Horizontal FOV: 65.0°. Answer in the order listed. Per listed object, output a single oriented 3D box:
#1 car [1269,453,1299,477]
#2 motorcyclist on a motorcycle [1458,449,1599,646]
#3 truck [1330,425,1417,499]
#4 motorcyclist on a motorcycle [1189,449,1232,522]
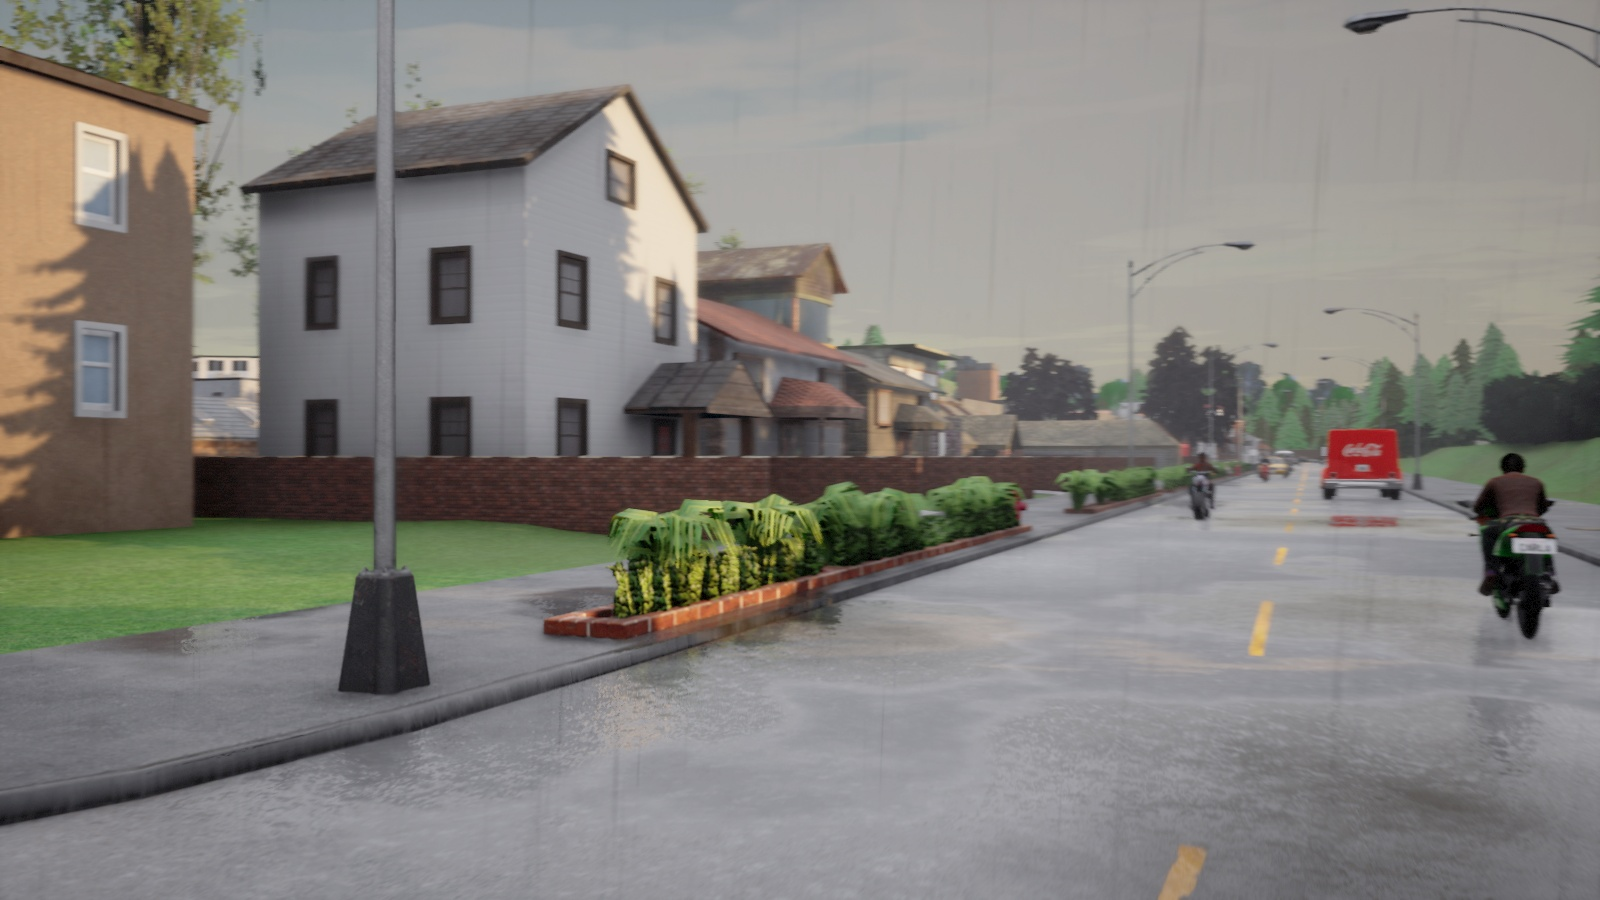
[{"bbox_3d":[33.230,0.994,86.161,1.801,1.575,5.366,0,0,23],"label":"car"},{"bbox_3d":[6.207,0.757,10.769,0.797,1.523,2.044,0,0,22],"label":"motorcyclist on a motorcycle"},{"bbox_3d":[20.294,0.411,44.653,2.627,2.467,5.204,0,0,23],"label":"truck"},{"bbox_3d":[9.688,0.809,29.573,0.766,1.649,2.350,0,0,23],"label":"motorcyclist on a motorcycle"}]
